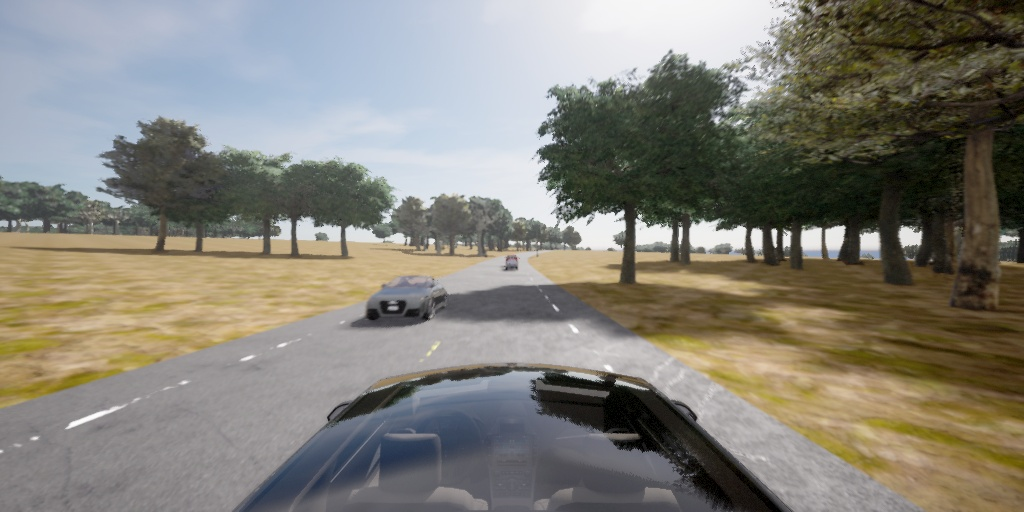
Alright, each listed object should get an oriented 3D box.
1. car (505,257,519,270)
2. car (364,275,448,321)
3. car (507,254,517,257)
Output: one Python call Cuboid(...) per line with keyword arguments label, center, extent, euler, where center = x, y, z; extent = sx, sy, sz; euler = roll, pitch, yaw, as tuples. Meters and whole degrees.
Cuboid(label="car", center=(-0.012, 1.203, 49.222), extent=(2.033, 1.411, 5.357), euler=(0, 1, 0))
Cuboid(label="car", center=(-3.553, 1.384, 12.736), extent=(1.994, 1.385, 4.181), euler=(0, 0, 0))
Cuboid(label="car", center=(-0.015, 0.725, 59.663), extent=(2.150, 2.045, 5.566), euler=(0, 1, 0))
